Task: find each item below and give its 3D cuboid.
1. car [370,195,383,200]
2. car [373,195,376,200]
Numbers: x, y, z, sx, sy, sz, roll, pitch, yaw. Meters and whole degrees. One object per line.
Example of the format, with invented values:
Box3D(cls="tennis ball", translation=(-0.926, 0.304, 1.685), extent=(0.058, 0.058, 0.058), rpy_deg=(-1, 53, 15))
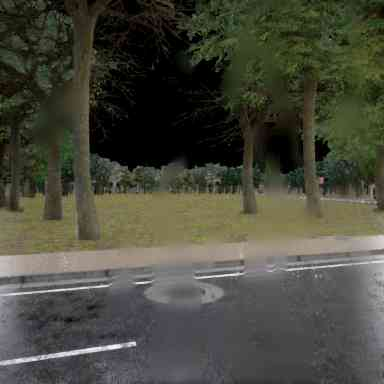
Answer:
Box3D(cls="car", translation=(44.754, 1.295, 79.771), extent=(1.895, 1.301, 4.718), rpy_deg=(0, 0, 4))
Box3D(cls="car", translation=(40.856, 1.246, 71.577), extent=(2.128, 1.511, 4.902), rpy_deg=(0, 0, 4))
